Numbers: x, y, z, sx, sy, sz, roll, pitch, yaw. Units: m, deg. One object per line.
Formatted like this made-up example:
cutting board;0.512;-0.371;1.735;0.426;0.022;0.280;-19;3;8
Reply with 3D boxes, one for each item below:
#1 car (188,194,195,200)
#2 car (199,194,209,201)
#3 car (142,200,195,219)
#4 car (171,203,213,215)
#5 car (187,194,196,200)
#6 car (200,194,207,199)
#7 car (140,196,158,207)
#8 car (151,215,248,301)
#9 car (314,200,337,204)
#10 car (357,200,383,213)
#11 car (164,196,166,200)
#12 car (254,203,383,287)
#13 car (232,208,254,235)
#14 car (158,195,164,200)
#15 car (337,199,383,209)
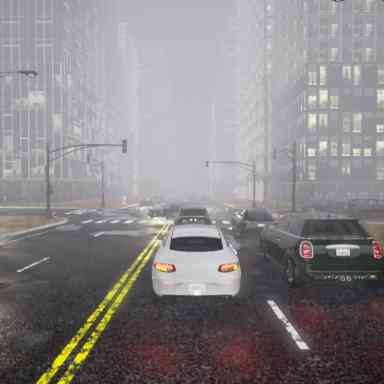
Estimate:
car;-0.228;1.220;90.766;1.882;1.535;5.008;0;0;0
car;3.049;1.396;80.356;1.882;1.535;5.008;0;0;0
car;-1.861;1.650;29.257;1.895;1.301;4.718;0;0;34
car;0.056;1.495;17.432;1.837;1.490;4.892;0;0;0
car;-0.201;1.418;80.348;1.837;1.490;4.892;0;0;0
car;3.022;1.266;90.773;1.812;1.442;4.674;0;0;0
car;-6.718;1.528;50.776;1.994;1.385;4.181;0;0;0
car;0.081;1.522;8.184;1.812;1.442;4.674;0;0;0
car;13.988;1.597;35.416;4.892;1.490;1.837;1;1;1
car;21.715;1.642;37.900;4.829;1.417;1.752;1;0;1
car;-6.681;1.416;71.475;1.882;1.535;5.008;0;0;0
car;3.327;1.348;9.460;2.097;1.767;4.553;0;0;0
car;3.304;1.555;17.846;1.994;1.385;4.181;0;0;0
car;-6.722;1.429;61.100;1.882;1.535;5.008;0;0;1
car;16.127;1.519;29.599;5.009;1.841;2.192;1;0;1
